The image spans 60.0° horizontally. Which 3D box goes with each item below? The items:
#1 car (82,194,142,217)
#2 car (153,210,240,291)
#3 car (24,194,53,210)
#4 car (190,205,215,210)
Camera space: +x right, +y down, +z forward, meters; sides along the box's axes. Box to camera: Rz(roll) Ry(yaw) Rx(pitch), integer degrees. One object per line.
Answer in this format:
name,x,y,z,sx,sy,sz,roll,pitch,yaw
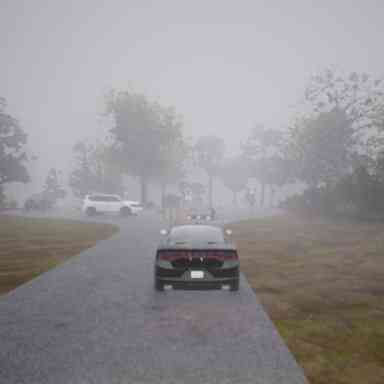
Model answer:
car,-7.473,1.231,31.025,5.566,2.045,2.150,0,0,10
car,0.117,1.480,9.023,1.882,1.535,5.008,0,0,0
car,-19.565,1.234,42.632,2.150,2.045,5.566,0,0,-8
car,0.689,1.554,21.986,2.033,1.411,5.357,0,0,7
